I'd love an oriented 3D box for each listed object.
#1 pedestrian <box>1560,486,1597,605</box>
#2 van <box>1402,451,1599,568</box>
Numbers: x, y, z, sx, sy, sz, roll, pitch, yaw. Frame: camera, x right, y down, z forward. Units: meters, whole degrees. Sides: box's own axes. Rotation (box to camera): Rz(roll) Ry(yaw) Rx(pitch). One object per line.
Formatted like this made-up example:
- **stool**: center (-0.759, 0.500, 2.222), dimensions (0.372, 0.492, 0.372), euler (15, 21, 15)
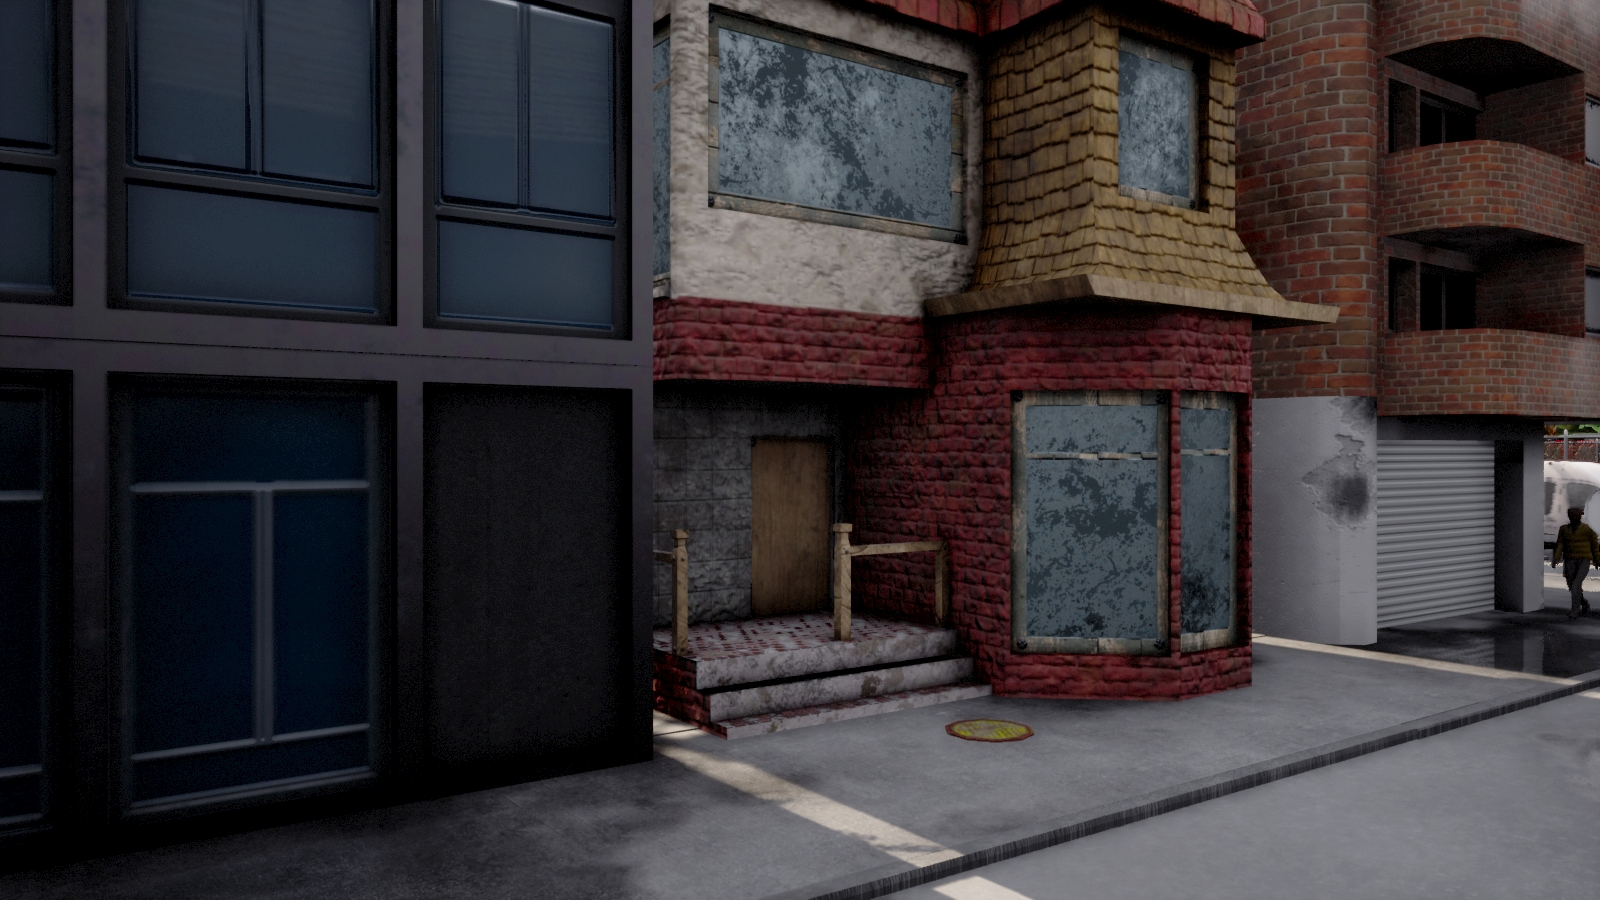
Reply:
- **pedestrian**: center (12.402, 1.508, 18.208), dimensions (0.375, 1.860, 0.375), euler (0, 0, -36)
- **van**: center (17.582, 1.303, 26.739), dimensions (1.988, 2.561, 5.915), euler (0, 0, -35)
